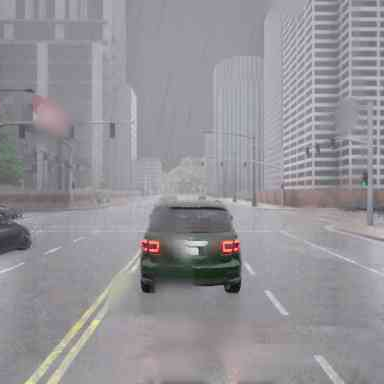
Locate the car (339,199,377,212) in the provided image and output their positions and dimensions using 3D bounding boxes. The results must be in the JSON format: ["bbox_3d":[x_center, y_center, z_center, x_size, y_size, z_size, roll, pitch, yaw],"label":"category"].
[{"bbox_3d":[19.463,1.547,37.359,5.357,1.411,2.033,0,0,-1],"label":"car"}]

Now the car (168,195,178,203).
[{"bbox_3d":[-4.110,1.500,72.176,1.837,1.490,4.892,0,0,0],"label":"car"}]

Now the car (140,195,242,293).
[{"bbox_3d":[-0.021,1.221,8.991,2.150,2.045,5.566,0,0,0],"label":"car"}]

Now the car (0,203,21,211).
[{"bbox_3d":[-15.809,1.504,25.937,4.892,1.490,1.837,0,0,2],"label":"car"}]

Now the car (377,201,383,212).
[{"bbox_3d":[22.132,1.478,33.894,5.008,1.535,1.882,0,0,-1],"label":"car"}]

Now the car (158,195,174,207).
[{"bbox_3d":[-4.030,1.352,52.249,2.097,1.767,4.553,0,0,0],"label":"car"}]

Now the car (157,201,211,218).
[{"bbox_3d":[-0.686,1.526,29.876,4.674,1.442,1.812,0,0,-1],"label":"car"}]

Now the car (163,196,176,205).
[{"bbox_3d":[-4.086,1.547,61.872,2.033,1.411,5.357,0,0,0],"label":"car"}]

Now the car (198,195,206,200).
[{"bbox_3d":[2.731,1.500,90.601,1.837,1.490,4.892,0,0,0],"label":"car"}]

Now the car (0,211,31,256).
[{"bbox_3d":[-7.248,1.564,11.314,1.994,1.385,4.181,0,0,-1],"label":"car"}]
